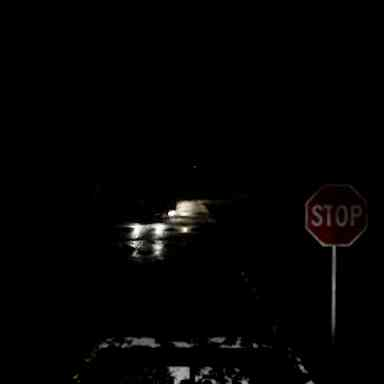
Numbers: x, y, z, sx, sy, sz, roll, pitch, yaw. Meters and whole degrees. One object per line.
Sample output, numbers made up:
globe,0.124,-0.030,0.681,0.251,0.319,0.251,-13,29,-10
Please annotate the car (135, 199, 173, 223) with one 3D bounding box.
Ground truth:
car,-2.931,1.447,25.315,1.882,1.535,5.008,0,2,5

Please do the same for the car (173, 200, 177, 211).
car,-2.710,1.458,37.867,1.994,1.385,4.181,0,0,0
